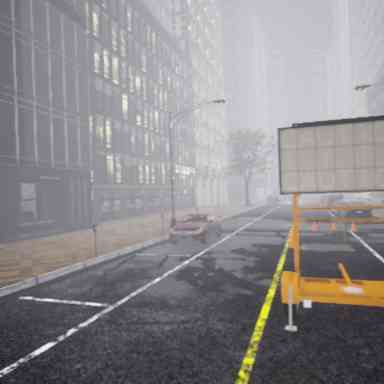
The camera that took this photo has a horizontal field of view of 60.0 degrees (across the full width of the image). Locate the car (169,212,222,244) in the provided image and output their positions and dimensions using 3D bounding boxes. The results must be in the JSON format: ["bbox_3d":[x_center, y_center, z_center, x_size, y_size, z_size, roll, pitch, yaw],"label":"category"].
[{"bbox_3d":[0.295,1.675,16.195,1.802,1.307,4.206,-2,-1,19],"label":"car"}]

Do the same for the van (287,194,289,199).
[{"bbox_3d":[25.929,1.037,91.736,1.690,1.788,3.998,-2,0,19],"label":"van"}]

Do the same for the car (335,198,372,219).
[{"bbox_3d":[11.887,1.342,24.287,1.947,1.339,4.313,-2,0,19],"label":"car"}]

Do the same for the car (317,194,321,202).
[{"bbox_3d":[21.037,0.957,51.268,2.192,1.841,5.009,-2,0,19],"label":"car"}]

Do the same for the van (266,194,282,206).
[{"bbox_3d":[13.108,1.250,53.966,1.690,1.788,3.998,-2,0,19],"label":"van"}]

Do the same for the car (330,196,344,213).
[{"bbox_3d":[13.719,1.296,29.683,1.887,1.381,4.507,-2,0,19],"label":"car"}]

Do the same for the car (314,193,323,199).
[{"bbox_3d":[33.868,0.995,89.037,1.947,1.339,4.313,-2,0,19],"label":"car"}]

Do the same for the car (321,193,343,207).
[{"bbox_3d":[17.374,1.013,40.476,2.192,1.841,5.009,-2,0,19],"label":"car"}]

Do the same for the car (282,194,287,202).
[{"bbox_3d":[16.778,1.403,64.753,2.008,1.369,4.403,-2,0,19],"label":"car"}]

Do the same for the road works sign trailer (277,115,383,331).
[{"bbox_3d":[2.943,0.412,6.401,2.380,3.560,2.880,-2,0,19],"label":"road works sign trailer"}]
